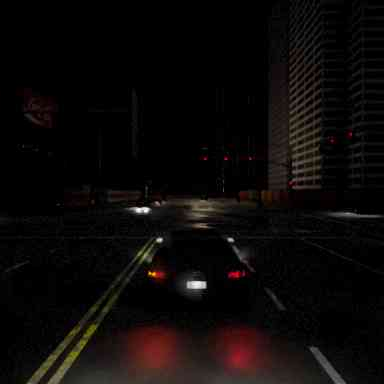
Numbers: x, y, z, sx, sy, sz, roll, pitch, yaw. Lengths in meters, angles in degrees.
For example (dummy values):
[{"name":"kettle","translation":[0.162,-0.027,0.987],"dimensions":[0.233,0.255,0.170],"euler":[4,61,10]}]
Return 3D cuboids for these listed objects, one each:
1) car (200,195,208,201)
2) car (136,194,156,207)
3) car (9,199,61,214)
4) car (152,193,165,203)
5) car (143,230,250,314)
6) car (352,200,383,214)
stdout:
[{"name":"car","translation":[3.268,1.508,87.544],"dimensions":[2.128,1.511,4.902],"euler":[0,0,0]},{"name":"car","translation":[-7.215,1.481,50.091],"dimensions":[2.128,1.511,4.902],"euler":[0,0,0]},{"name":"car","translation":[-16.095,1.484,34.218],"dimensions":[4.902,1.511,2.128],"euler":[0,0,-6]},{"name":"car","translation":[-7.192,1.209,66.434],"dimensions":[2.150,2.045,5.566],"euler":[0,0,0]},{"name":"car","translation":[0.076,1.562,7.706],"dimensions":[1.994,1.385,4.181],"euler":[0,0,0]},{"name":"car","translation":[19.626,1.540,34.492],"dimensions":[5.357,1.411,2.033],"euler":[0,0,0]}]
